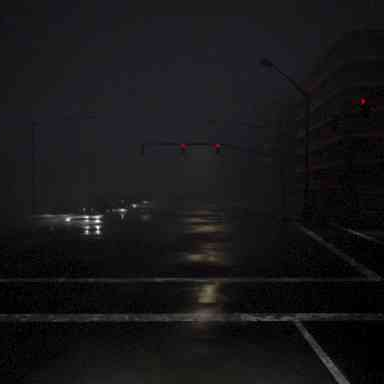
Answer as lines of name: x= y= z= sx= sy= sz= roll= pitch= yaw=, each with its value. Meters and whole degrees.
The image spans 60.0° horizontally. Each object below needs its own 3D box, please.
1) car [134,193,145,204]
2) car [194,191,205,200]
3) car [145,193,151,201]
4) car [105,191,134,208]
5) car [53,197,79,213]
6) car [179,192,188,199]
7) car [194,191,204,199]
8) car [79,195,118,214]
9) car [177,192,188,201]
car: x=-9.274 y=1.132 z=52.978 sx=2.033 sy=1.411 sz=5.357 roll=0 pitch=1 yaw=1
car: x=1.581 y=0.855 z=65.439 sx=2.128 sy=1.511 sz=4.902 roll=0 pitch=1 yaw=1
car: x=-9.086 y=0.948 z=63.513 sx=2.033 sy=1.411 sz=5.357 roll=0 pitch=1 yaw=1
car: x=-9.397 y=1.106 z=43.333 sx=2.097 sy=1.767 sz=4.553 roll=0 pitch=1 yaw=1
car: x=-13.003 y=1.346 z=35.359 sx=1.882 sy=1.535 sz=5.008 roll=0 pitch=1 yaw=1
car: x=-1.887 y=0.742 z=75.821 sx=2.033 sy=1.411 sz=5.357 roll=0 pitch=1 yaw=1
car: x=1.613 y=0.556 z=75.829 sx=2.097 sy=1.767 sz=4.553 roll=0 pitch=1 yaw=1
car: x=-9.515 y=1.369 z=34.292 sx=2.128 sy=1.511 sz=4.902 roll=0 pitch=1 yaw=1
car: x=-1.926 y=0.917 z=65.170 sx=2.033 sy=1.411 sz=5.357 roll=0 pitch=1 yaw=1
